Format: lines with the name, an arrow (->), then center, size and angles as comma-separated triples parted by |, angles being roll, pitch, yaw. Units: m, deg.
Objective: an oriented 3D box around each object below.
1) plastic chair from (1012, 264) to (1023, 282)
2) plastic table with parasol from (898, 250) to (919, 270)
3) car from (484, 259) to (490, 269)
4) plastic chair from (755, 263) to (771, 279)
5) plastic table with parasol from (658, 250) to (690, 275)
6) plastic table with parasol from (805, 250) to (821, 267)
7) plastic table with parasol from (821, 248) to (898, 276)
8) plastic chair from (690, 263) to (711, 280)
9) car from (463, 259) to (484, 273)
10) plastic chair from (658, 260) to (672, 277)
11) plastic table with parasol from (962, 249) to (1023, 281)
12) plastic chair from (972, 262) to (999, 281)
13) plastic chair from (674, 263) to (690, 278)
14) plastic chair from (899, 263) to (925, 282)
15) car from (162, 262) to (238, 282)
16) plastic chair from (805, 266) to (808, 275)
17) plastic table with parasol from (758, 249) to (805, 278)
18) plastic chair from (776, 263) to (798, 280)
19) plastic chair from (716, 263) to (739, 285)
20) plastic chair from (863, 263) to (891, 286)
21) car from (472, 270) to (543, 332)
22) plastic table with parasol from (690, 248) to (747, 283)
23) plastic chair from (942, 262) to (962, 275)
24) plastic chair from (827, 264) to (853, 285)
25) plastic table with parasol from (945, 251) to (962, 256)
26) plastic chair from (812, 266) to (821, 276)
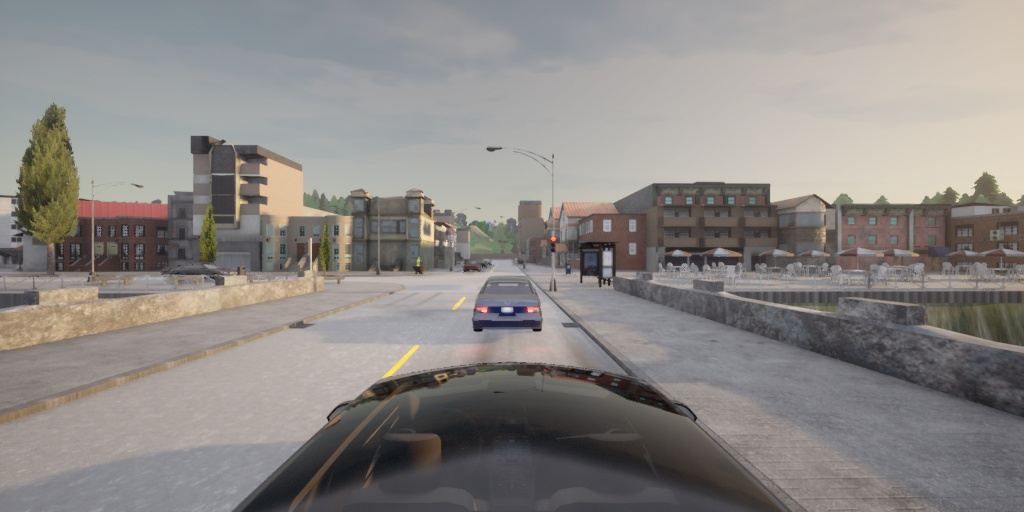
plastic chair -> 37.384, 1.279, 26.058 | 0.750, 1.272, 0.730 | 0, 0, -1
plastic table with parasol -> 30.058, 0.675, 28.222 | 2.482, 2.480, 2.482 | 0, 0, -1
car -> -5.019, 1.349, 58.059 | 1.895, 1.301, 4.718 | 0, 0, -1
plastic chair -> 21.211, 1.279, 30.503 | 0.730, 1.272, 0.750 | 0, 0, -1
plastic table with parasol -> 15.385, 0.675, 33.391 | 2.482, 2.480, 2.482 | 0, 0, -1
plastic table with parasol -> 29.666, 0.675, 35.307 | 2.482, 2.480, 2.482 | 0, 0, -1
plastic table with parasol -> 23.410, 0.675, 24.287 | 2.482, 2.480, 2.482 | 0, 0, -1
plastic chair -> 13.487, 1.279, 25.680 | 0.730, 1.272, 0.750 | 0, 0, -1
car -> -4.803, 1.350, 43.866 | 1.895, 1.301, 4.718 | 0, 0, -1
plastic chair -> 14.163, 1.279, 33.491 | 0.730, 1.272, 0.750 | 0, 0, -1
plastic table with parasol -> 37.353, 0.675, 27.368 | 2.482, 2.480, 2.482 | 0, 0, -1
plastic chair -> 36.224, 1.278, 27.438 | 0.730, 1.272, 0.750 | 0, 0, -1
plastic chair -> 15.285, 1.279, 32.109 | 0.750, 1.272, 0.730 | 0, 0, -1
plastic chair -> 30.069, 1.279, 26.942 | 0.750, 1.272, 0.730 | 0, 0, -1
car -> -24.343, 1.275, 28.442 | 4.674, 1.442, 1.812 | 0, 0, -1
plastic chair -> 28.236, 1.279, 35.315 | 0.730, 1.272, 0.750 | 0, 0, -1
plastic table with parasol -> 22.412, 0.675, 30.472 | 2.482, 2.480, 2.482 | 0, 0, -1
plastic chair -> 22.333, 1.279, 29.120 | 0.750, 1.272, 0.730 | 0, 0, -1
plastic chair -> 14.609, 1.279, 24.297 | 0.750, 1.272, 0.730 | 0, 0, -1
plastic chair -> 23.331, 1.279, 22.935 | 0.750, 1.272, 0.730 | 0, 0, -1
car -> -0.119, 1.297, 10.834 | 2.033, 1.411, 5.357 | 0, 0, 0
plastic table with parasol -> 14.759, 0.675, 25.560 | 2.482, 2.480, 2.482 | 0, 0, -1
plastic chair -> 44.916, 1.279, 36.679 | 0.730, 1.272, 0.750 | 0, 0, -1
plastic chair -> 22.209, 1.279, 24.318 | 0.730, 1.272, 0.750 | 0, 0, -1
plastic table with parasol -> 46.118, 0.675, 36.578 | 2.482, 2.480, 2.482 | 0, 0, -1
plastic chair -> 29.358, 1.279, 33.932 | 0.750, 1.272, 0.730 | 0, 0, -1
